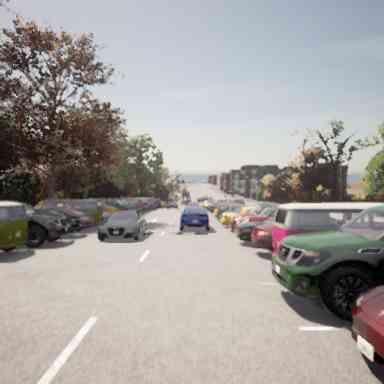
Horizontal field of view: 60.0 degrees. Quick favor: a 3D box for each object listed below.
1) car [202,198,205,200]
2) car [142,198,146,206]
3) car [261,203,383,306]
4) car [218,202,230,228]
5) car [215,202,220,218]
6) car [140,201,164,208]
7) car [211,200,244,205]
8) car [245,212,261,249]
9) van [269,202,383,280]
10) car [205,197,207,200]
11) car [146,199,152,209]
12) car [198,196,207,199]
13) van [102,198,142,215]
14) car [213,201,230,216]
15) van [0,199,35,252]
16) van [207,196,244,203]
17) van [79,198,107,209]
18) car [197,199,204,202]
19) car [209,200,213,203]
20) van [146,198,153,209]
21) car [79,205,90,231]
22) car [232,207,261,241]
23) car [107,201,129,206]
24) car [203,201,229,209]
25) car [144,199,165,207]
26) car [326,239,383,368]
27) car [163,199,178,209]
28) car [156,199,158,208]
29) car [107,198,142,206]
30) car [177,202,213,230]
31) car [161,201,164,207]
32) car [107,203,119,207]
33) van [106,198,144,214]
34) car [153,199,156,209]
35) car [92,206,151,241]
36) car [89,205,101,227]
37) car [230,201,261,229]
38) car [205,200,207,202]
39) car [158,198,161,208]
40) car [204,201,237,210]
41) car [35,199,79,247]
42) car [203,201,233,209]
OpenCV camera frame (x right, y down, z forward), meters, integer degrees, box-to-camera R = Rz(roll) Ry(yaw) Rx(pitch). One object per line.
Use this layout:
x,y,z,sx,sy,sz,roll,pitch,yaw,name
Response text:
4.418,2.199,54.011,5.366,1.575,1.946,0,-1,0,car
-8.468,1.686,37.468,5.566,2.045,2.435,0,-1,0,car
4.520,1.234,6.833,5.566,2.045,2.435,0,-1,0,car
4.753,1.728,23.484,5.366,1.575,1.946,0,-1,0,car
4.577,1.773,26.260,4.892,1.521,2.231,0,-1,0,car
-8.454,2.625,70.688,4.674,1.452,2.002,0,-1,0,car
4.763,1.851,31.812,5.366,1.575,1.946,0,-1,0,car
4.552,1.607,12.380,4.674,1.452,2.002,0,-1,0,car
4.668,1.301,9.608,4.442,1.987,1.878,0,-1,0,van
4.566,1.976,48.467,4.553,1.767,2.185,0,-1,0,car
-8.491,2.060,45.773,5.008,1.535,2.097,0,-1,0,car
4.594,2.333,70.667,5.566,2.045,2.435,0,-1,0,car
-8.376,1.752,40.237,4.442,1.987,1.878,0,-1,0,van
4.568,1.814,29.036,4.892,1.521,2.231,0,-1,0,car
-8.642,1.342,12.413,4.442,1.987,1.878,0,-1,0,van
4.474,1.792,42.919,4.442,1.987,1.878,0,-1,0,van
-8.629,1.506,23.492,4.442,1.987,1.878,0,-1,0,van
0.149,1.992,41.365,1.882,1.535,5.008,0,-1,0,car
4.613,1.965,37.363,4.792,1.488,2.163,0,-1,0,car
-8.375,1.878,48.562,4.442,1.987,1.878,0,-1,0,van
-8.513,1.651,18.074,5.008,1.535,2.097,0,-1,0,car
4.563,1.608,15.156,5.008,1.535,2.097,0,-1,0,car
-8.500,1.815,29.153,5.008,1.535,2.097,0,-1,0,car
4.610,2.455,65.110,4.892,1.521,2.231,0,-1,0,car
-8.482,2.586,76.106,4.553,1.767,2.185,0,-1,0,car
4.516,1.504,4.079,4.792,1.488,2.163,0,0,0,car
-3.473,2.406,59.497,1.994,1.385,4.181,0,-1,1,car
-8.505,2.230,53.948,4.792,1.488,2.163,0,-1,0,car
-8.471,1.645,34.698,5.566,2.045,2.435,0,-1,0,car
0.142,1.722,23.113,1.882,1.535,5.008,0,-1,-1,car
-8.495,2.139,62.387,5.566,2.045,2.435,0,-1,0,car
-8.512,1.812,26.258,4.674,1.452,2.002,0,-1,0,car
-8.606,1.793,43.007,4.442,1.987,1.878,0,-1,0,van
-8.509,2.180,51.310,4.792,1.488,2.163,0,-1,0,car
-3.577,1.682,17.650,1.994,1.385,4.181,0,1,0,car
-8.513,1.732,20.844,4.674,1.452,2.002,0,-1,0,car
4.592,1.524,17.934,4.553,1.767,2.185,0,-1,0,car
4.564,2.088,45.691,4.792,1.488,2.163,0,-1,0,car
-8.442,2.355,59.612,4.792,1.488,2.163,0,-1,0,car
4.792,2.255,56.663,5.366,1.575,1.946,0,-1,0,car
-8.494,1.358,15.183,5.566,2.045,2.435,0,-1,0,car
4.798,2.386,62.335,5.366,1.575,1.946,0,-1,0,car
